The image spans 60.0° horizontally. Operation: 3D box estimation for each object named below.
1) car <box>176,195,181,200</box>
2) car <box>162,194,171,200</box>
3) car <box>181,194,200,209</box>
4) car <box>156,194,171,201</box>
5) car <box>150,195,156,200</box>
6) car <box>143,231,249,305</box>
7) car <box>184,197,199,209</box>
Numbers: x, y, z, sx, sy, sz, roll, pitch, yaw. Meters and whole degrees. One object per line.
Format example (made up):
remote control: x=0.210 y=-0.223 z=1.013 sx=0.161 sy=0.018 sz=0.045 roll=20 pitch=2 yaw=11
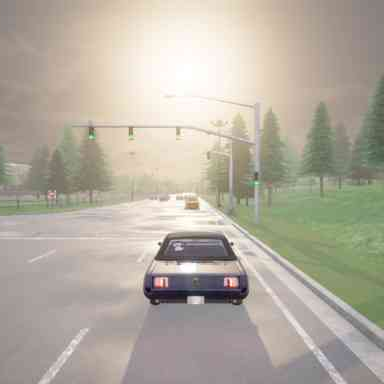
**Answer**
car: x=-3.370 y=1.553 z=91.149 sx=1.994 sy=1.385 sz=4.181 roll=0 pitch=0 yaw=0
car: x=-6.871 y=1.372 z=90.741 sx=2.033 sy=1.411 sz=5.357 roll=0 pitch=0 yaw=0
car: x=-0.087 y=1.097 z=46.148 sx=1.882 sy=1.535 sz=5.008 roll=-3 pitch=16 yaw=-4
car: x=-6.886 y=1.531 z=80.321 sx=2.033 sy=1.411 sz=5.357 roll=0 pitch=0 yaw=0
car: x=-10.370 y=1.540 z=91.159 sx=2.033 sy=1.411 sz=5.357 roll=0 pitch=0 yaw=0
car: x=0.090 y=1.601 z=8.024 sx=1.895 sy=1.301 sz=4.718 roll=0 pitch=0 yaw=0
car: x=-0.031 y=1.577 z=49.692 sx=2.033 sy=1.411 sz=5.357 roll=0 pitch=1 yaw=2
